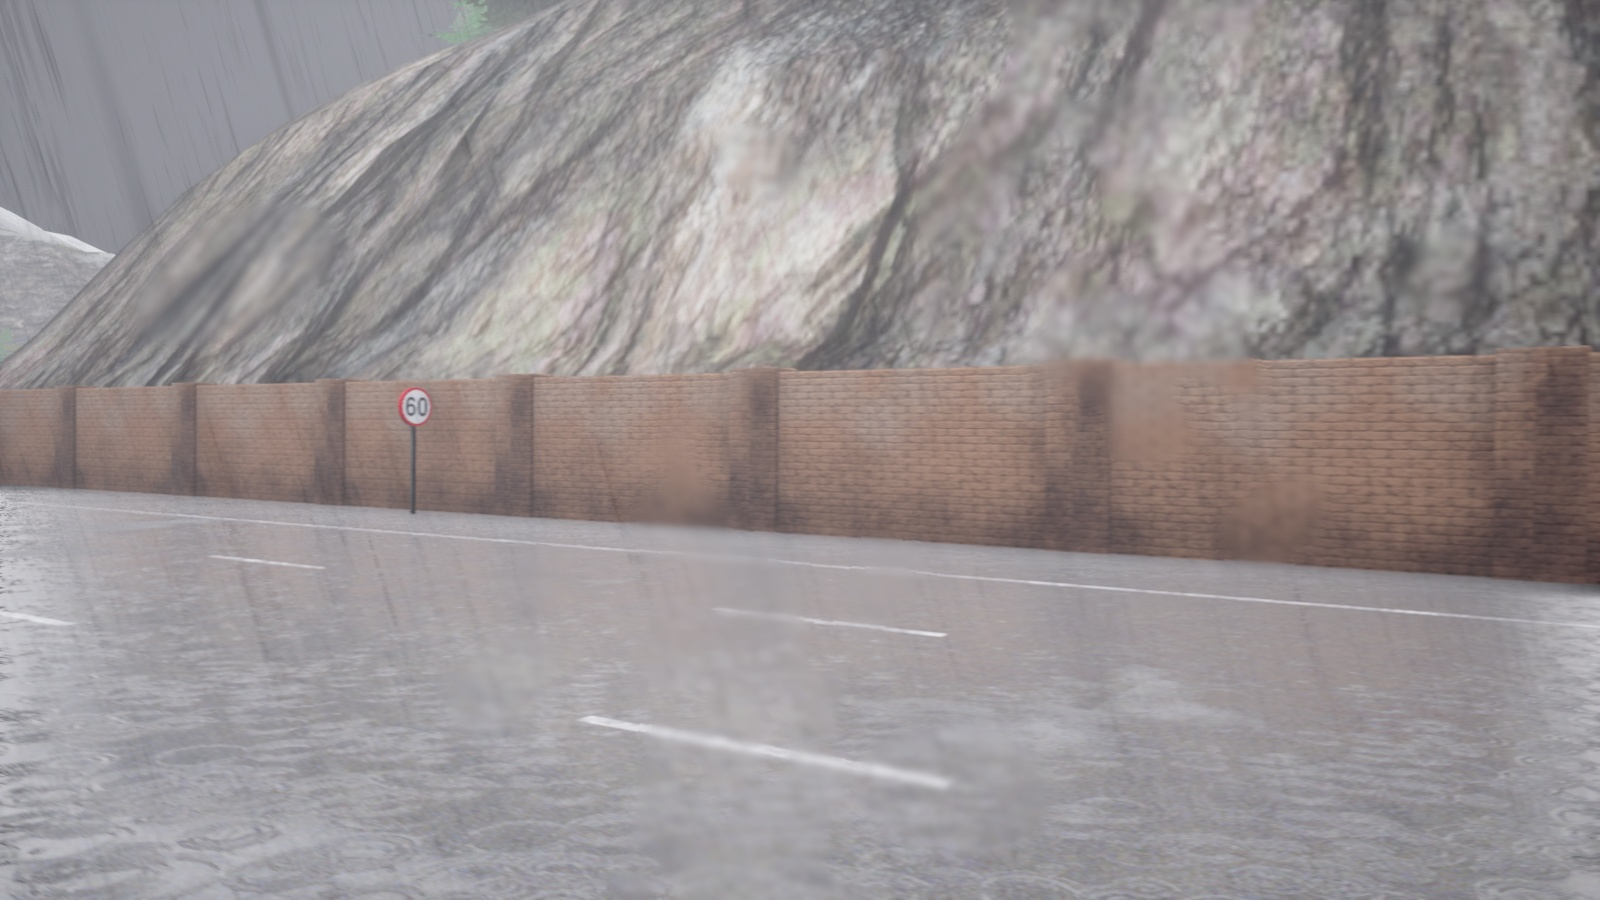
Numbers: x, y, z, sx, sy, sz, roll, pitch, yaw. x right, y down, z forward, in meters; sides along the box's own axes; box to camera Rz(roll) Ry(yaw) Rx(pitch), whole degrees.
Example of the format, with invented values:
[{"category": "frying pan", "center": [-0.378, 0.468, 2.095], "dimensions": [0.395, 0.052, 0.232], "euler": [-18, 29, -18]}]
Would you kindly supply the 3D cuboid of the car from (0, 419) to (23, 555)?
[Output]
[{"category": "car", "center": [-12.201, 0.469, 15.925], "dimensions": [4.611, 1.667, 2.242], "euler": [0, 1, 34]}]
